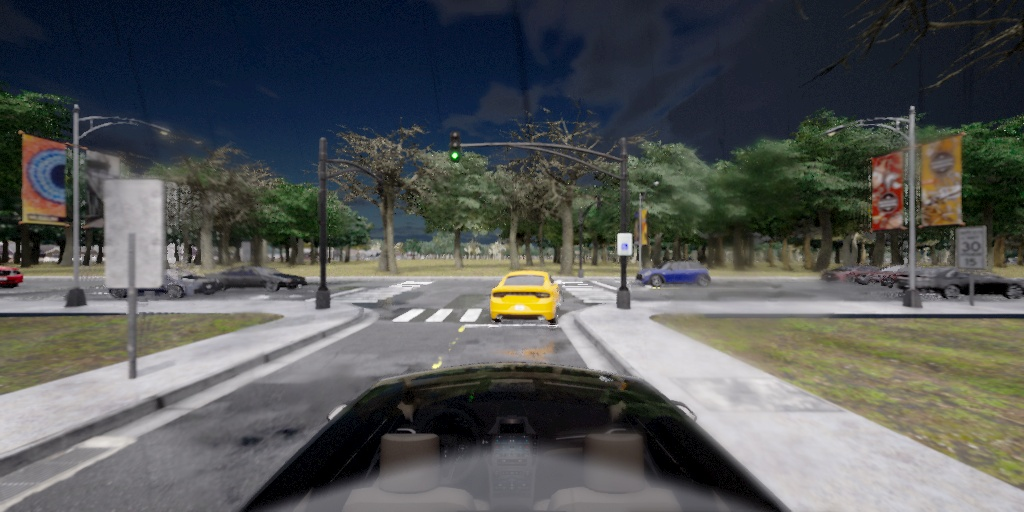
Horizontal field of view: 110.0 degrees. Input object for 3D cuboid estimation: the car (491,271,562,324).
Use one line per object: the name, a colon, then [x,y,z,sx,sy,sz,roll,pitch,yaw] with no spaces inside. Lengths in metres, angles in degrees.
car: [0.622,1.237,12.092,1.882,1.535,5.008,0,0,10]

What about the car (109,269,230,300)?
car: [-16.625,1.313,17.339,4.181,1.385,1.994,0,0,0]

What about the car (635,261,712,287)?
car: [10.708,1.132,24.062,4.553,1.767,2.097,0,0,0]

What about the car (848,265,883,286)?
car: [25.932,1.328,24.076,4.674,1.442,1.812,0,0,0]

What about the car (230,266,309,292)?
car: [-14.745,1.297,20.614,5.357,1.411,2.033,0,0,3]

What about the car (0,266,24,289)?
car: [-31.893,0.956,20.577,5.566,2.045,2.150,0,0,0]

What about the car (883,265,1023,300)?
car: [21.659,1.291,17.388,4.902,1.511,2.128,0,0,0]

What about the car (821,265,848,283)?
car: [26.174,1.365,27.324,4.181,1.385,1.994,0,0,0]
